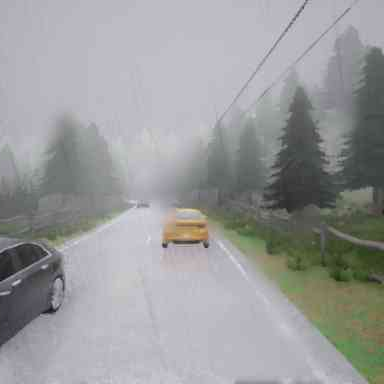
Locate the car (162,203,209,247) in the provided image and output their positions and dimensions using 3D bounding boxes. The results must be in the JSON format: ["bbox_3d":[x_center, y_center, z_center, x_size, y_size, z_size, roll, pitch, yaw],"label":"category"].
[{"bbox_3d":[-0.328,1.494,15.075,1.882,1.535,5.008,0,0,-3],"label":"car"}]

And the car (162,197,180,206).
[{"bbox_3d":[-2.447,1.397,39.280,2.097,1.767,4.553,0,0,-7],"label":"car"}]

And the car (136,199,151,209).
[{"bbox_3d":[-6.608,1.607,45.713,2.033,1.411,5.357,0,0,-7],"label":"car"}]

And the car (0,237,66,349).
[{"bbox_3d":[-3.392,1.517,4.821,1.837,1.490,4.892,0,0,-1],"label":"car"}]
